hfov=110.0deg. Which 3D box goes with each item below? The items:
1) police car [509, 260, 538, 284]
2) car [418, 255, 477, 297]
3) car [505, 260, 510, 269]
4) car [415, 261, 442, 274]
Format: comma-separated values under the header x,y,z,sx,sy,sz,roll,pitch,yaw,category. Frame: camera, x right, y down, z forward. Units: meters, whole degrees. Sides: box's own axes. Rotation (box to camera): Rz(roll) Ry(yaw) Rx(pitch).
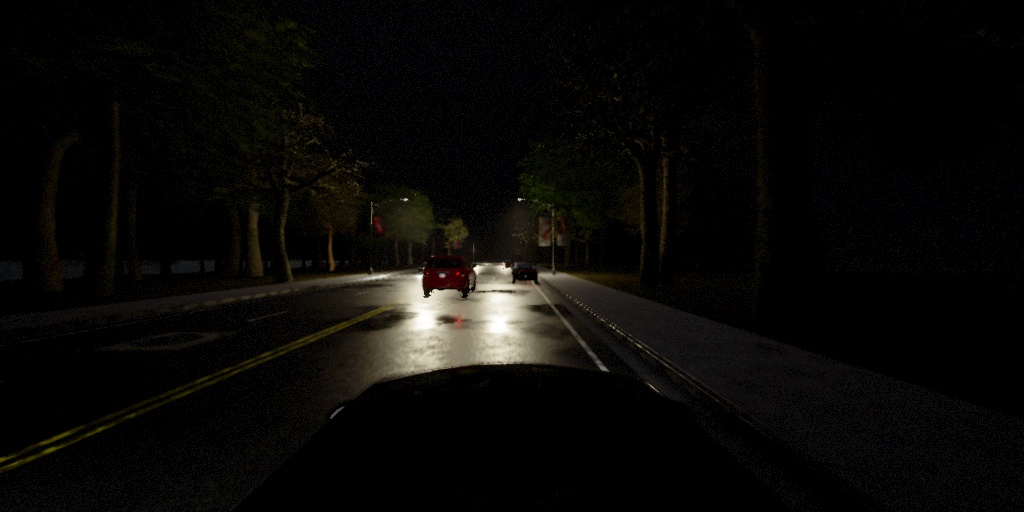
x,y,z,sx,sy,sz,roll,pitch,yaw,category
0.942,1.212,27.578,1.930,1.638,5.238,0,0,0,police car
-3.160,0.989,18.935,2.150,2.045,5.566,0,0,0,car
-0.263,1.445,62.209,1.812,1.442,4.674,0,0,-1,car
-9.942,1.330,43.098,2.128,1.511,4.902,0,0,0,car
